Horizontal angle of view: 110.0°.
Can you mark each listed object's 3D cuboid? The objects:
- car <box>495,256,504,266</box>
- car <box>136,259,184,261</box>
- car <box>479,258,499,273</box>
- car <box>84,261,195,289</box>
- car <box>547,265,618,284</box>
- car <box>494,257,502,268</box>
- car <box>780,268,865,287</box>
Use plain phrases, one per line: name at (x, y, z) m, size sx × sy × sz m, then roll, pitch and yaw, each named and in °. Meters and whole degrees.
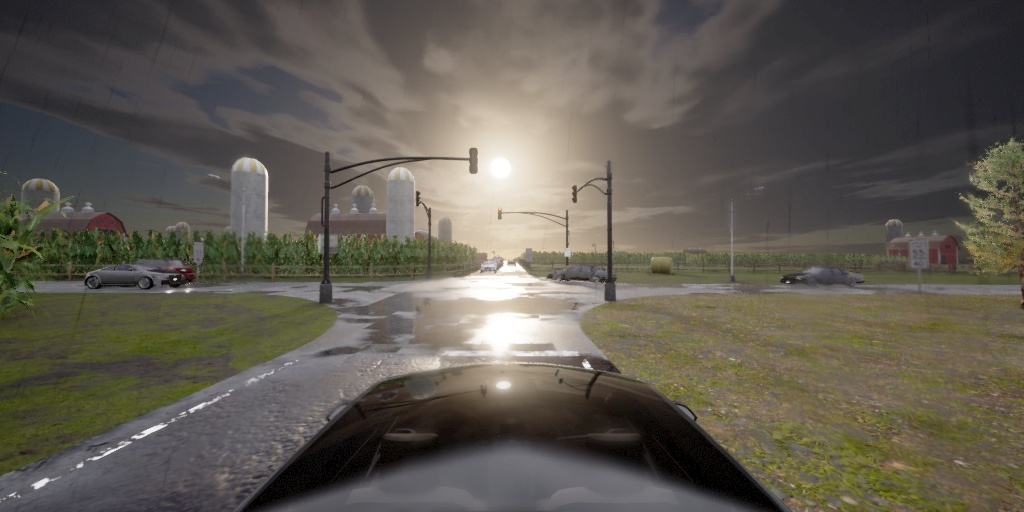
car at (-2.863, 1.298, 62.624) m, size 1.882 × 1.535 × 5.008 m, roll 0°, pitch 0°, yaw 0°
car at (-23.878, 0.961, 23.638) m, size 4.553 × 1.767 × 2.097 m, roll 0°, pitch -1°, yaw -3°
car at (-2.799, 1.314, 43.446) m, size 1.812 × 1.442 × 4.674 m, roll 0°, pitch 0°, yaw -1°
car at (-20.965, 1.118, 20.094) m, size 4.181 × 1.385 × 1.994 m, roll 0°, pitch -1°, yaw -3°
car at (5.483, 1.382, 28.027) m, size 5.357 × 1.411 × 2.033 m, roll 1°, pitch -2°, yaw 30°
car at (-2.850, 1.328, 52.604) m, size 1.812 × 1.442 × 4.674 m, roll 0°, pitch 0°, yaw 0°
car at (23.038, 1.565, 26.649) m, size 5.357 × 1.411 × 2.033 m, roll 1°, pitch -1°, yaw -4°
